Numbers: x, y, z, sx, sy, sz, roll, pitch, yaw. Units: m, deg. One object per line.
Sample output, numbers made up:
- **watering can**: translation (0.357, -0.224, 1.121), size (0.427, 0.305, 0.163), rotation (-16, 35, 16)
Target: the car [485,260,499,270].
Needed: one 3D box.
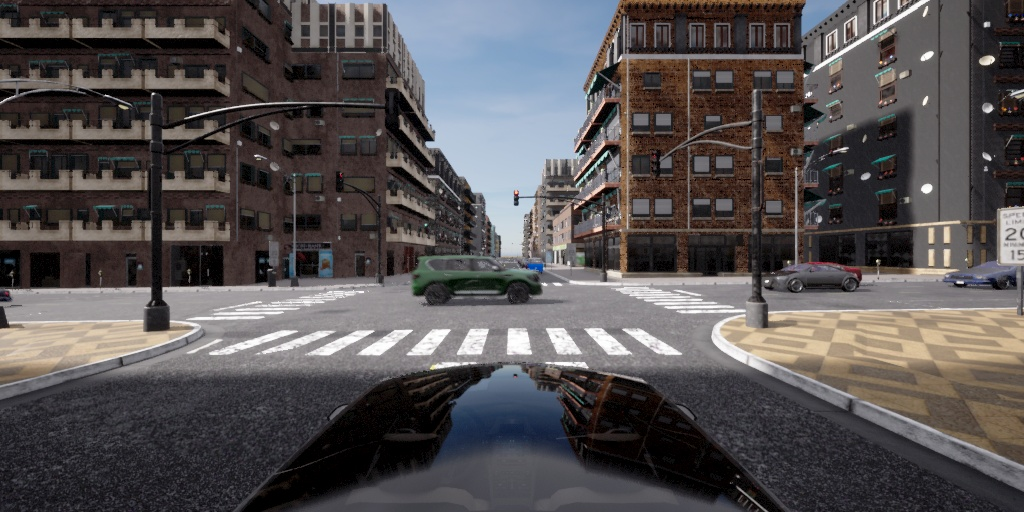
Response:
- **car**: translation (-2.943, 1.337, 53.354), size (1.895, 1.301, 4.718), rotation (0, 0, 0)

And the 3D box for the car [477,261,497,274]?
- **car**: translation (-2.939, 1.287, 43.037), size (2.033, 1.411, 5.357), rotation (0, 0, -1)

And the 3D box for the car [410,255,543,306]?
- **car**: translation (-1.499, 0.980, 15.435), size (5.566, 2.045, 2.150), rotation (-1, 0, 0)

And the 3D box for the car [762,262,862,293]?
- **car**: translation (15.026, 1.088, 18.325), size (4.181, 1.385, 1.994), rotation (-1, 0, 0)

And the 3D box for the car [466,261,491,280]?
- **car**: translation (-2.894, 1.250, 31.899), size (1.837, 1.490, 4.892), rotation (0, 0, -1)

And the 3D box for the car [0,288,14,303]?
- **car**: translation (-25.140, 1.620, 15.377), size (5.357, 1.411, 2.033), rotation (-1, 0, 0)

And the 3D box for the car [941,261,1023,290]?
- **car**: translation (25.593, 0.926, 18.354), size (5.357, 1.411, 2.033), rotation (-1, 0, 0)
